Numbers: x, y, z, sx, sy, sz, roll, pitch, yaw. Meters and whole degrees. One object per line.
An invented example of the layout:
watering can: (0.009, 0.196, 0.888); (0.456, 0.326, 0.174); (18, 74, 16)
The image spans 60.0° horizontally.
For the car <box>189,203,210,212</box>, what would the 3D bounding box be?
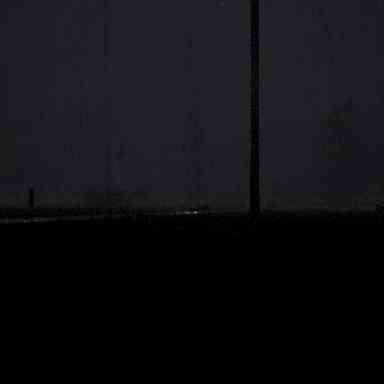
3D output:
car: (1.477, 2.697, 58.881); (1.882, 1.535, 5.008); (-1, -2, 35)
